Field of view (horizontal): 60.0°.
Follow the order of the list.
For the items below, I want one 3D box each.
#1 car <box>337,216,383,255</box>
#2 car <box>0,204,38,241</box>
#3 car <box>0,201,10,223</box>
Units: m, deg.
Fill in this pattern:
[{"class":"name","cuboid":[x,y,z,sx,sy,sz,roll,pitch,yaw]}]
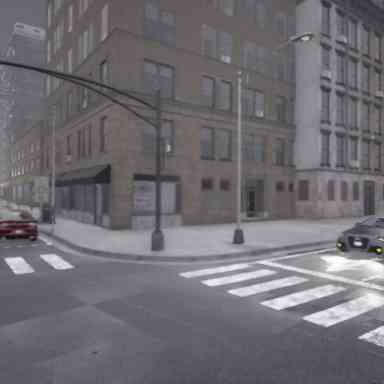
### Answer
[{"class":"car","cuboid":[7.566,1.675,13.063,4.181,1.385,1.994,0,-1,-35]},{"class":"car","cuboid":[-8.348,1.469,15.379,1.887,1.381,4.507,2,-1,-35]},{"class":"car","cuboid":[-14.741,1.396,24.343,1.947,1.339,4.313,2,-1,-35]}]
